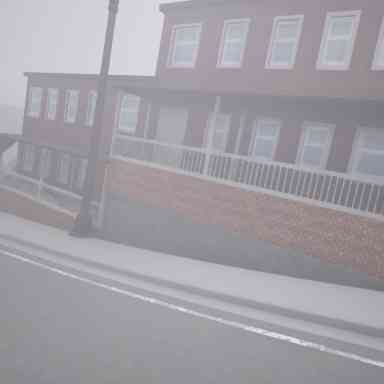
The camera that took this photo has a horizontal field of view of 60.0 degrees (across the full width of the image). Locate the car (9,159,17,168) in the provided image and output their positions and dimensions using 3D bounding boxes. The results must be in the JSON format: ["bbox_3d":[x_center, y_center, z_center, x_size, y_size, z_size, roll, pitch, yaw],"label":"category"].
[{"bbox_3d":[-17.219,-2.979,35.695,1.994,1.385,4.181,15,9,35],"label":"car"}]
